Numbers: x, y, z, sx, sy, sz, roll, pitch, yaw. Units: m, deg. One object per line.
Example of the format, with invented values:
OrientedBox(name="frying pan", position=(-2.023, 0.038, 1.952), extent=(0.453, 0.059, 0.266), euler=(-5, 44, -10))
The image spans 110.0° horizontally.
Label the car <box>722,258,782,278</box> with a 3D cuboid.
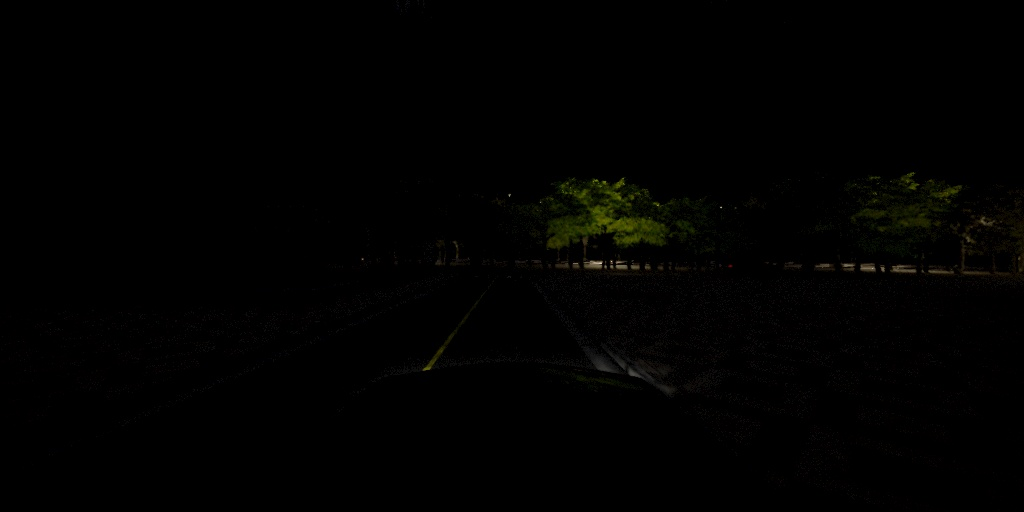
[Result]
OrientedBox(name="car", position=(26.227, 1.292, 39.345), extent=(5.566, 2.045, 2.150), euler=(1, 0, 3))
